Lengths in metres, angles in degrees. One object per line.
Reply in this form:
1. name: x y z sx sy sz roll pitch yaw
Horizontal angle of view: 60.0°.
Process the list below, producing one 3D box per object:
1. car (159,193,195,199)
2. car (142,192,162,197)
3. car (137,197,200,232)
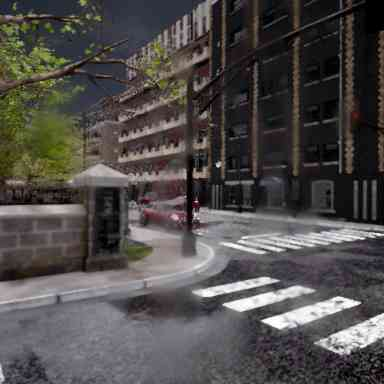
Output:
1. car: -1.050 1.165 32.923 1.967 1.590 4.097 2 0 -36
2. car: -4.309 0.941 37.379 2.192 1.841 5.009 2 0 -36
3. car: -1.287 1.312 19.061 1.967 1.590 4.097 2 0 -36
